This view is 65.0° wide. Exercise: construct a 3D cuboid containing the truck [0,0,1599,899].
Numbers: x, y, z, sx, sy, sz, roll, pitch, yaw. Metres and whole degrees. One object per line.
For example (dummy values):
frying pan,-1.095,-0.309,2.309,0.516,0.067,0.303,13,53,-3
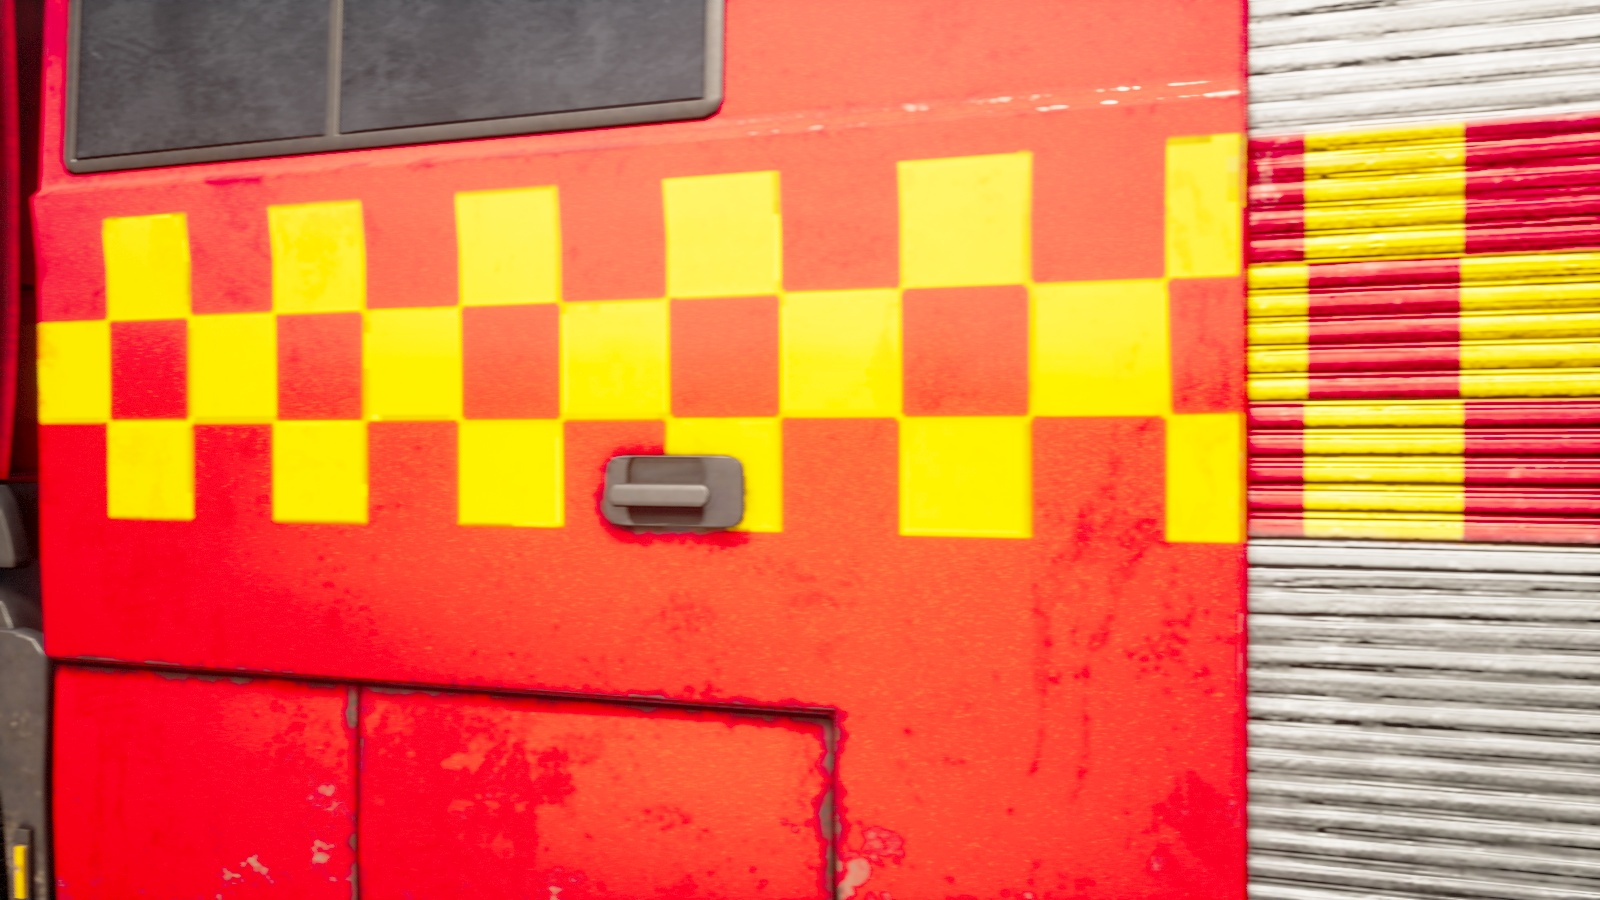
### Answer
truck,0.145,-0.396,3.648,8.468,3.827,2.891,1,1,18
